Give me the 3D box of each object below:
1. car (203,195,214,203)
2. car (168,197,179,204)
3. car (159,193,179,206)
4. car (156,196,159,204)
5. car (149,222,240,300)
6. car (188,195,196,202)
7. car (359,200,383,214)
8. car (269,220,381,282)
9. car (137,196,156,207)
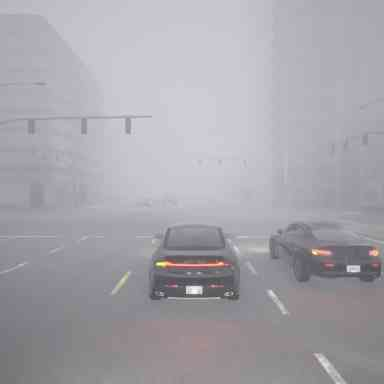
[{"bbox_3d":[3.551,1.502,71.109,1.837,1.490,4.892,0,0,0],"label":"car"},{"bbox_3d":[-3.524,1.601,65.541,1.895,1.301,4.718,0,0,0],"label":"car"},{"bbox_3d":[-3.597,1.221,53.365,2.150,2.045,5.566,0,0,1],"label":"car"},{"bbox_3d":[-7.050,1.478,62.570,1.882,1.535,5.008,0,0,0],"label":"car"},{"bbox_3d":[0.059,1.505,8.366,1.837,1.490,4.892,0,0,0],"label":"car"},{"bbox_3d":[0.009,1.364,73.874,2.128,1.511,4.902,0,0,0],"label":"car"},{"bbox_3d":[20.850,1.547,35.482,5.357,1.411,2.033,0,0,1],"label":"car"},{"bbox_3d":[3.565,1.526,9.622,1.812,1.442,4.674,0,0,0],"label":"car"},{"bbox_3d":[-7.092,1.547,50.125,2.033,1.411,5.357,0,0,0],"label":"car"}]
